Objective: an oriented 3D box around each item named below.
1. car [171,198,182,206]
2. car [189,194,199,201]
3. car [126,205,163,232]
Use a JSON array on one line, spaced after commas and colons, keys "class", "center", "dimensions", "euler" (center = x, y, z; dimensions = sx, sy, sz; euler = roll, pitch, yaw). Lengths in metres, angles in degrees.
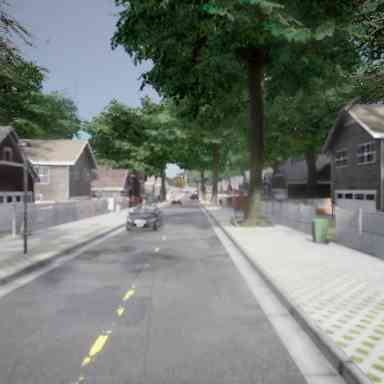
[{"class": "car", "center": [-2.816, 1.816, 61.226], "dimensions": [1.895, 1.301, 4.718], "euler": [0, 0, 1]}, {"class": "car", "center": [0.821, 1.469, 95.167], "dimensions": [2.150, 2.045, 5.566], "euler": [-5, 0, 0]}, {"class": "car", "center": [-2.862, 1.563, 20.807], "dimensions": [2.128, 1.511, 4.902], "euler": [0, 0, 0]}]
